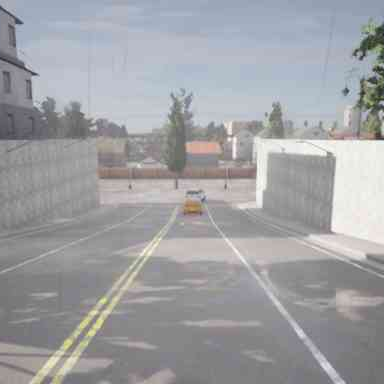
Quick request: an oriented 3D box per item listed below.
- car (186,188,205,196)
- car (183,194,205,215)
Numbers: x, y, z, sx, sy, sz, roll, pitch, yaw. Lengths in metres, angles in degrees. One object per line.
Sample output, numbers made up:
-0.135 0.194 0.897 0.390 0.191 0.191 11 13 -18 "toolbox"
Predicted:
0.420 0.476 45.286 2.150 2.045 5.566 1 7 9 "car"
0.056 1.427 34.975 1.882 1.535 5.008 0 3 0 "car"
